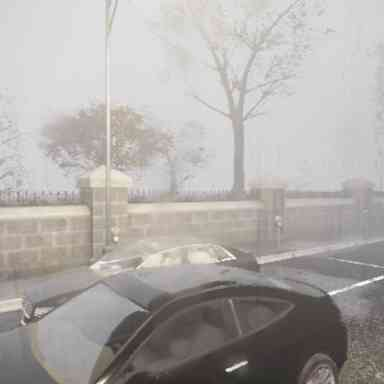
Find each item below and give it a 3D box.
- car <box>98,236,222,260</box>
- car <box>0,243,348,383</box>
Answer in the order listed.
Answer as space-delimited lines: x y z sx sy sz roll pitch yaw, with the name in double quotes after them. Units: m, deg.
-0.658 1.538 6.087 4.403 1.369 2.008 0 0 -35 "car"
-0.374 1.520 3.109 4.674 1.442 1.812 0 0 -35 "car"
